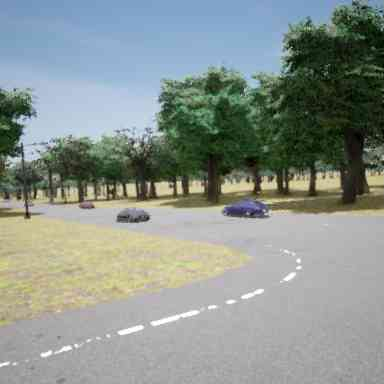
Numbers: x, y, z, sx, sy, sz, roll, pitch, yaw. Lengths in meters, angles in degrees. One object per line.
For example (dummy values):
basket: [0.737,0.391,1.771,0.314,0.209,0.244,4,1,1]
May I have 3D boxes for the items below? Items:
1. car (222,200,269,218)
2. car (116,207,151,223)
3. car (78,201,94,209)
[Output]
car: [4.670,1.454,29.548,1.812,1.442,4.674,-5,1,-36]
car: [-5.701,2.177,31.993,1.994,1.385,4.181,-5,1,-36]
car: [-20.641,2.552,64.620,1.994,1.385,4.181,-5,2,-36]
